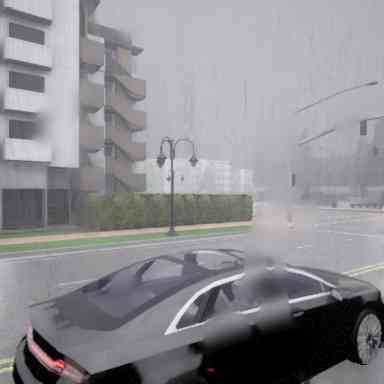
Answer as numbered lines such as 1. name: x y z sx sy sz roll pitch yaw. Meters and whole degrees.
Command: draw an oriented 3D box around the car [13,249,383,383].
1. car: 0.553 1.491 4.153 4.902 1.511 2.128 0 0 -35
